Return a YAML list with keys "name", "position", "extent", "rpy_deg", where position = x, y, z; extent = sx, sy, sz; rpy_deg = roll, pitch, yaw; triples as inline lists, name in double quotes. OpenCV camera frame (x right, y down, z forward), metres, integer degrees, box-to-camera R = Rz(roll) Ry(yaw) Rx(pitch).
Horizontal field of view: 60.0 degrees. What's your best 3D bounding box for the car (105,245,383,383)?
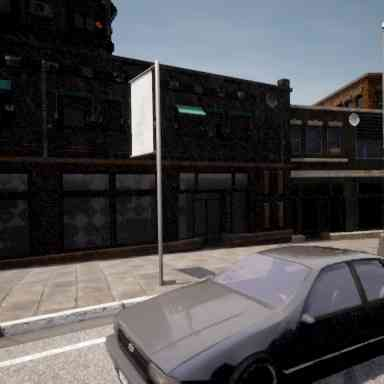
- name: "car"
  position: [1.621, 1.540, 4.735]
  extent: [5.357, 1.411, 2.033]
  rpy_deg: [0, 0, -29]
